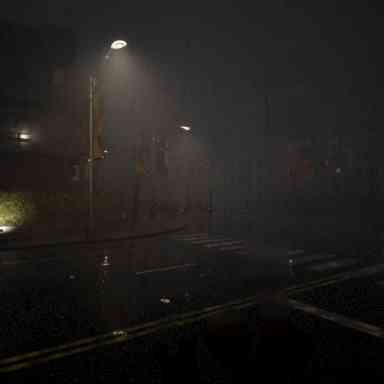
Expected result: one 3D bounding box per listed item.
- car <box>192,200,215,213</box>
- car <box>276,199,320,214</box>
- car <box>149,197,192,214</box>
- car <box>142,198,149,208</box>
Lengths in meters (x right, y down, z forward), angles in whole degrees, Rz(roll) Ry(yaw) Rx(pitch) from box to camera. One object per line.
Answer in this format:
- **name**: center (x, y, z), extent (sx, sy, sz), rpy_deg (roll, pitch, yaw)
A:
- **car**: center (0.711, 1.564, 36.697), extent (1.994, 1.385, 4.181), rpy_deg (0, 0, -35)
- **car**: center (11.292, 1.477, 35.820), extent (1.882, 1.535, 5.008), rpy_deg (0, 0, -35)
- **car**: center (-2.373, 1.526, 35.002), extent (1.812, 1.442, 4.674), rpy_deg (0, 0, -35)
- **car**: center (-5.089, 1.492, 45.125), extent (2.128, 1.511, 4.902), rpy_deg (0, 0, -34)
